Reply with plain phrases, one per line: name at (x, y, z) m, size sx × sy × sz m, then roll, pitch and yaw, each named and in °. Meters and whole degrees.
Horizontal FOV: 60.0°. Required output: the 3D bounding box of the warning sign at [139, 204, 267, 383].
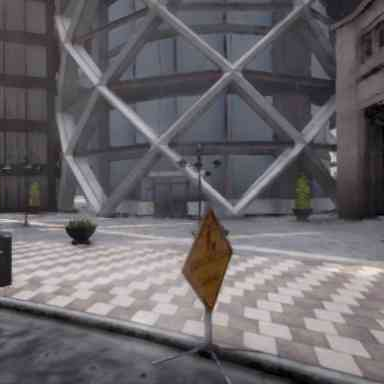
warning sign at (0.192, 1.105, 4.058) m, size 1.060 × 1.860 × 1.300 m, roll -1°, pitch 0°, yaw 30°
